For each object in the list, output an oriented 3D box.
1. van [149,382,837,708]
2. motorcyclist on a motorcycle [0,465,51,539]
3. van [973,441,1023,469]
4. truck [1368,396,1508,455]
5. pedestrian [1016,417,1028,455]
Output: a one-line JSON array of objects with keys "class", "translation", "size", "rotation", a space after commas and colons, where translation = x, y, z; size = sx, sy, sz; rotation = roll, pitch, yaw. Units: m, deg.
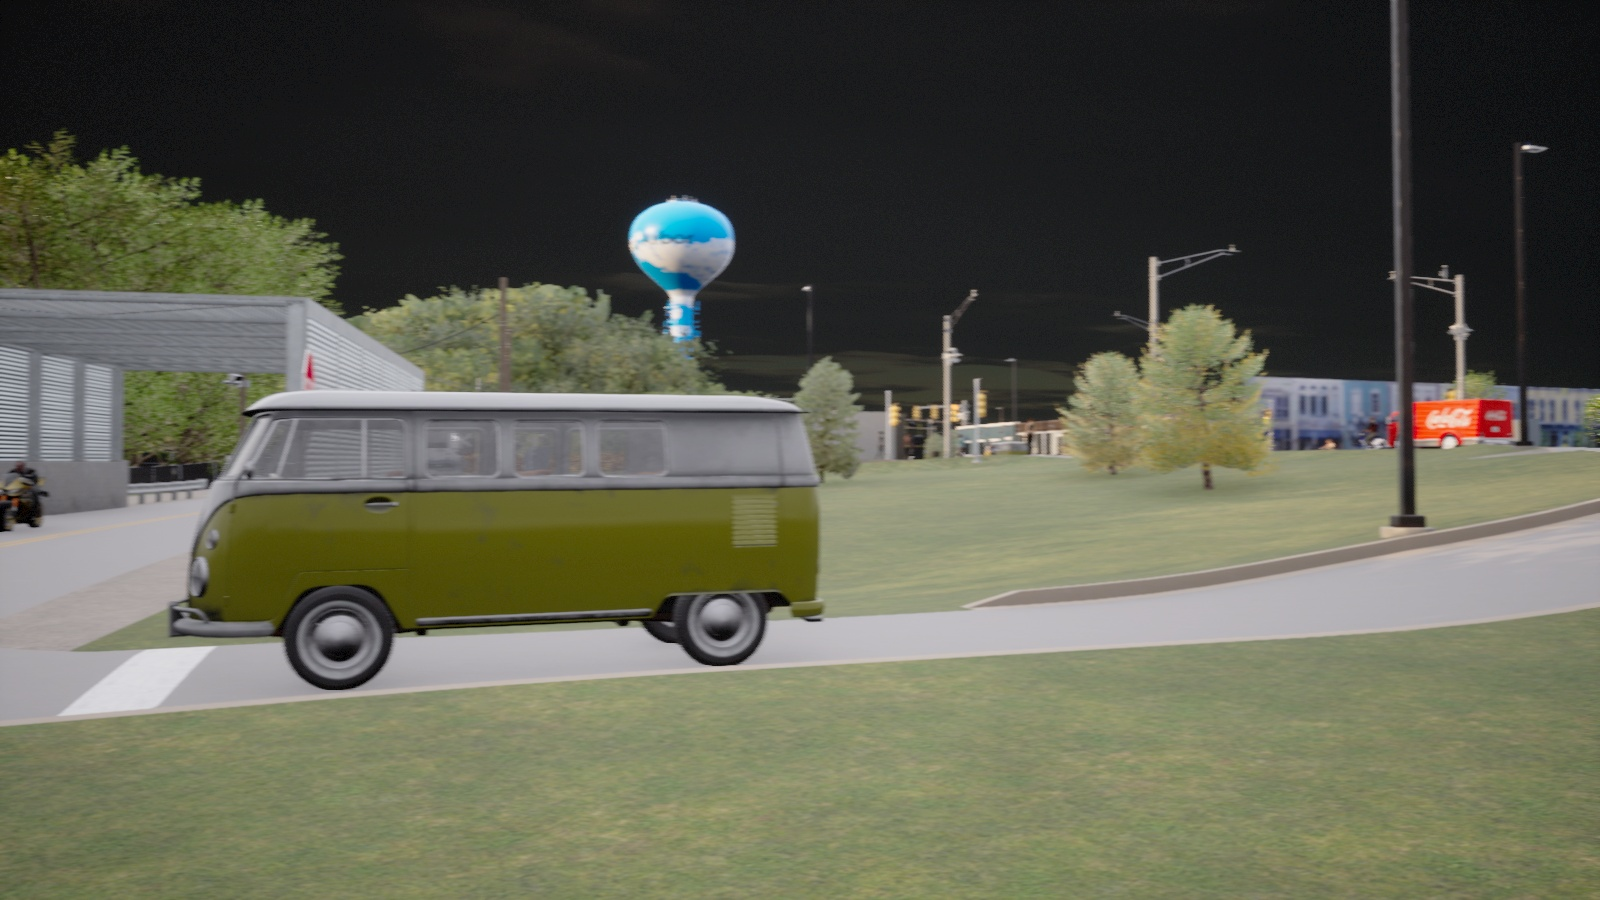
[{"class": "van", "translation": [-2.138, 0.587, 9.203], "size": [4.442, 1.987, 1.775], "rotation": [0, -1, -18]}, {"class": "motorcyclist on a motorcycle", "translation": [-16.851, 1.078, 26.754], "size": [0.866, 1.530, 2.191], "rotation": [0, -1, -13]}, {"class": "van", "translation": [14.832, 0.393, 94.298], "size": [1.775, 1.987, 4.442], "rotation": [1, -2, -19]}, {"class": "truck", "translation": [29.022, -1.059, 57.340], "size": [2.627, 2.467, 5.204], "rotation": [1, -1, -24]}, {"class": "pedestrian", "translation": [10.846, -0.691, 61.337], "size": [0.345, 1.836, 0.594], "rotation": [1, -2, -18]}]
